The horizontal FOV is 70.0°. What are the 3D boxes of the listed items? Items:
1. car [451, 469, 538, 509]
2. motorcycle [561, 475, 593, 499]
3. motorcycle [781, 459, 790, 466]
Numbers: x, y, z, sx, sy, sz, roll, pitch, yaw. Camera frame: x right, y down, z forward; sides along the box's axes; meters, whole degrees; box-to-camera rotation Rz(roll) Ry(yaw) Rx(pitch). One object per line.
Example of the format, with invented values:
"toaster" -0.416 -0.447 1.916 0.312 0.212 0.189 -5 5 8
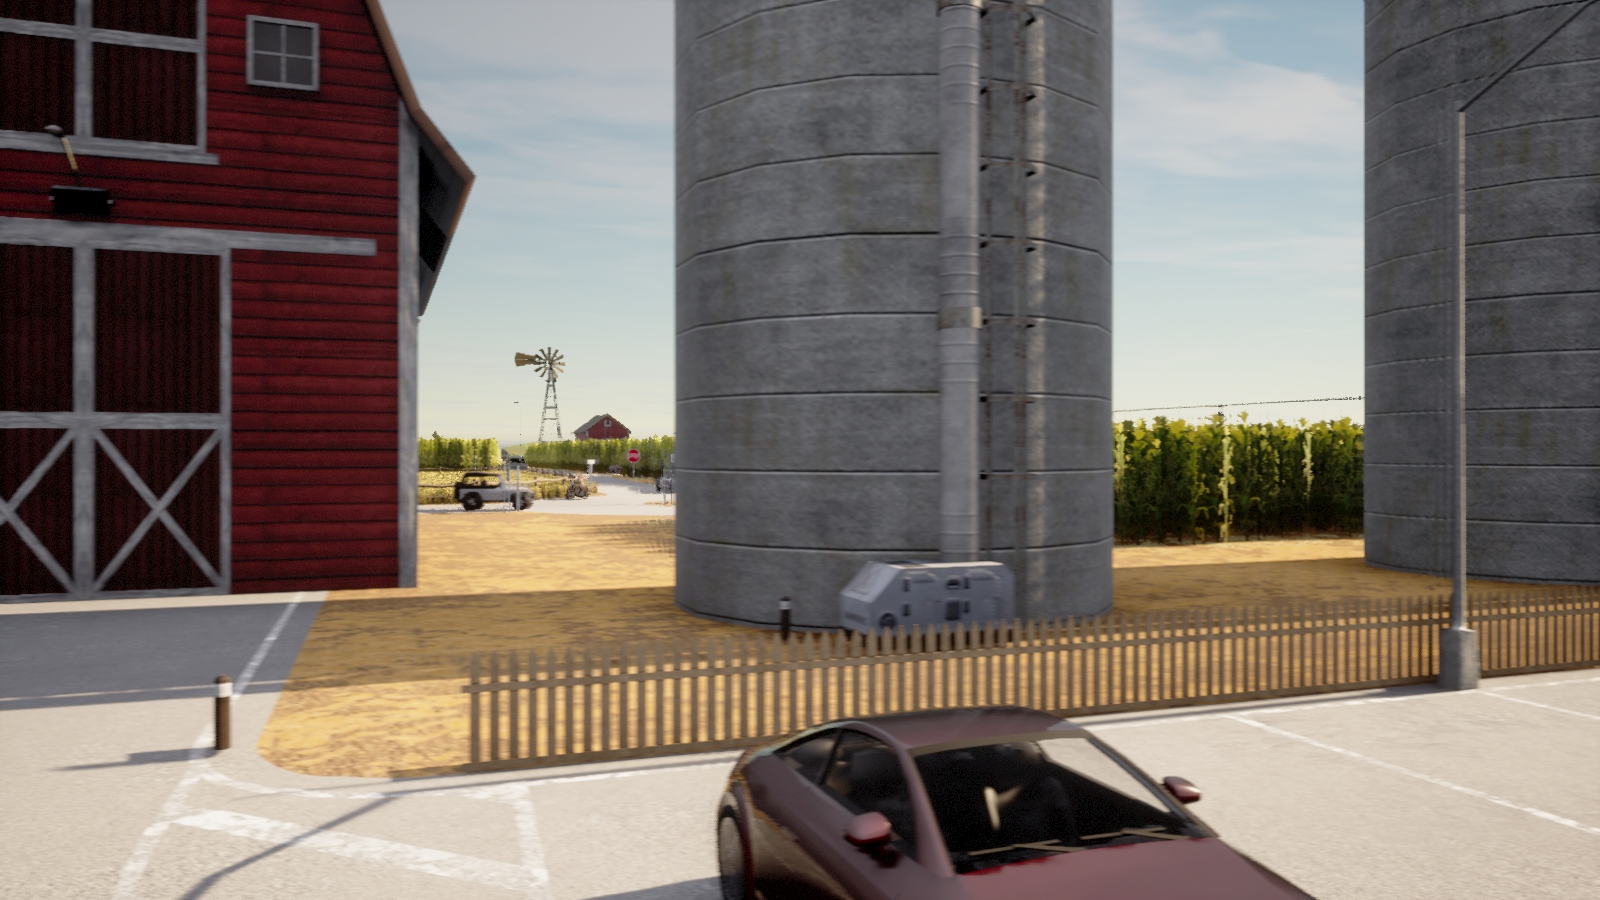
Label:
"car" -14.797 1.857 55.538 3.866 1.878 1.905 0 -1 -9
"motorcycle" -13.039 2.155 66.775 0.764 1.307 2.356 0 0 19
"motorcycle" -2.465 2.154 197.002 0.764 1.307 2.356 0 0 -21
